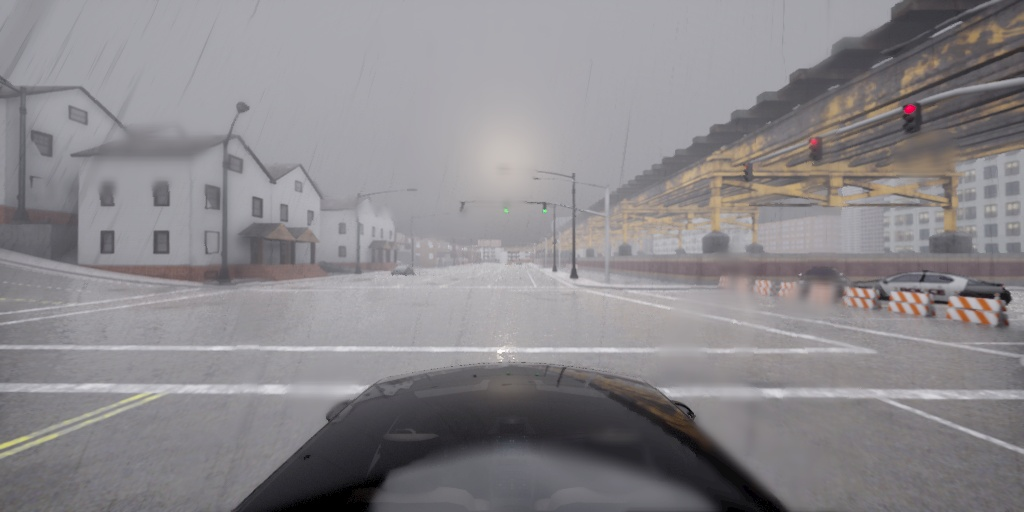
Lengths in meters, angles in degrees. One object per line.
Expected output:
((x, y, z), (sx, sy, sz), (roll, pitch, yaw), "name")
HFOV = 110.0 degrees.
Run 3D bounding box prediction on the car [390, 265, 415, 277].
((-13.519, 1.812, 44.565), (1.812, 1.442, 4.674), (0, 0, 1), "car")
